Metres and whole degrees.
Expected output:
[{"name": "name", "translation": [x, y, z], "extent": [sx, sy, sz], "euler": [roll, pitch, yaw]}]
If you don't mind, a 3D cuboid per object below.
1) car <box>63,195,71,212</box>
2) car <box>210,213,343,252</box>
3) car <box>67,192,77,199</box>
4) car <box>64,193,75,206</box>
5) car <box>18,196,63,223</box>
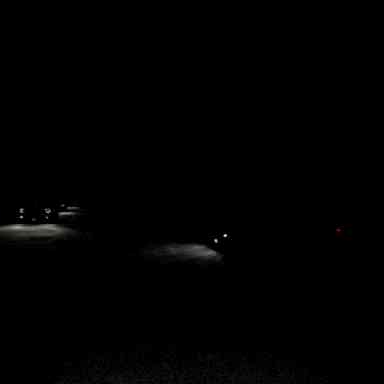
[{"name": "car", "translation": [-14.889, 1.385, 36.947], "extent": [1.812, 1.442, 4.674], "euler": [1, 0, -17]}, {"name": "car", "translation": [3.543, 1.584, 13.890], "extent": [5.357, 1.411, 2.033], "euler": [1, 0, -14]}, {"name": "car", "translation": [-23.065, 0.782, 63.152], "extent": [2.097, 1.767, 4.553], "euler": [1, 0, -18]}, {"name": "car", "translation": [-18.497, 1.315, 48.433], "extent": [1.882, 1.535, 5.008], "euler": [1, 0, -17]}, {"name": "car", "translation": [-10.989, 1.235, 24.166], "extent": [2.097, 1.767, 4.553], "euler": [1, 0, -14]}]
